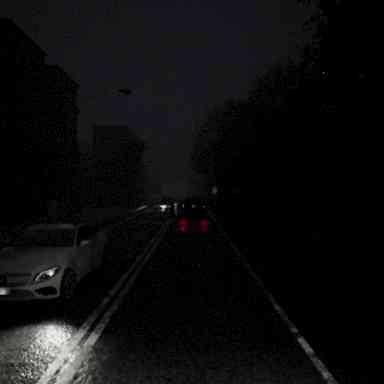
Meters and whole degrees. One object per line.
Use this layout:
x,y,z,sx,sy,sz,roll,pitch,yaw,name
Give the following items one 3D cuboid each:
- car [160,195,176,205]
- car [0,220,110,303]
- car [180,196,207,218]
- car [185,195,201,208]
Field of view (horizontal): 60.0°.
-3.341,1.163,46.827,1.994,1.385,4.181,0,1,0,car
-3.329,1.469,8.165,1.812,1.442,4.674,0,0,0,car
0.124,1.138,27.953,2.097,1.767,4.553,0,1,0,car
0.105,1.188,42.972,2.033,1.411,5.357,0,1,0,car
